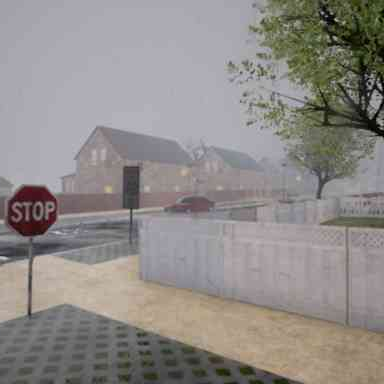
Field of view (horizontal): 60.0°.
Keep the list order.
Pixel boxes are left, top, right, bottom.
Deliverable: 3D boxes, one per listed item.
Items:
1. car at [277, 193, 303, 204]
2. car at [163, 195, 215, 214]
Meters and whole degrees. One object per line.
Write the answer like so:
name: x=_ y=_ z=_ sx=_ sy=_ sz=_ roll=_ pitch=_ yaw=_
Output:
car: x=12.767 y=0.818 z=43.312 sx=1.895 sy=1.301 sz=4.718 roll=2 pitch=2 yaw=36
car: x=-0.116 y=1.028 z=25.238 sx=1.882 sy=1.535 sz=5.008 roll=2 pitch=2 yaw=35
